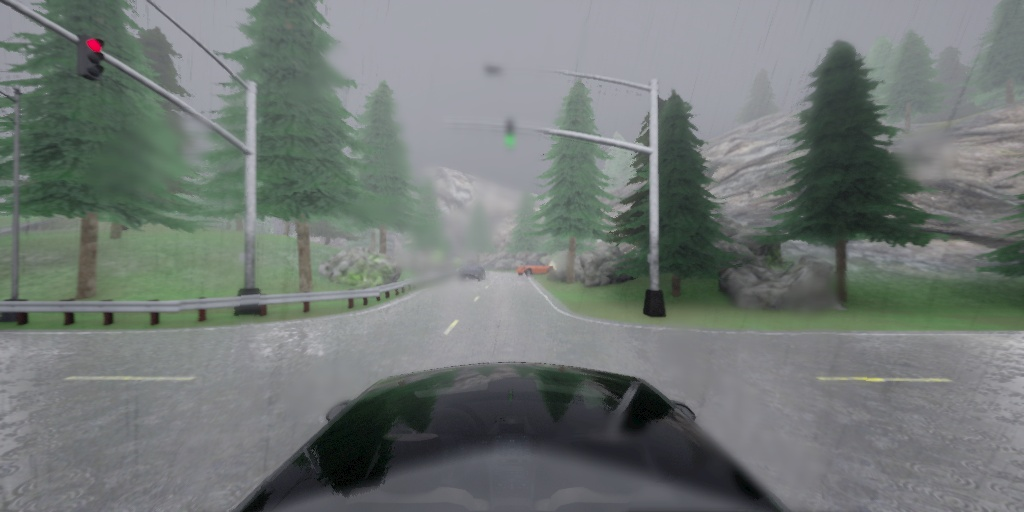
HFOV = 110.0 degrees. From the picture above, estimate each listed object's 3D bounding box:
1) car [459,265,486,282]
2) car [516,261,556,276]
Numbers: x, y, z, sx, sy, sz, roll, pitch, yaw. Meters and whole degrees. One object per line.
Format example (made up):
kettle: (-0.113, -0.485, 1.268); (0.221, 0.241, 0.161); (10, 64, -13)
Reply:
car: (-3.392, 1.501, 31.557); (2.033, 1.411, 5.357); (0, 0, 2)
car: (2.861, 1.362, 41.372); (4.553, 1.767, 2.097); (0, 0, -26)
